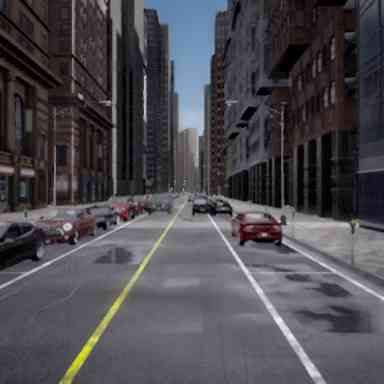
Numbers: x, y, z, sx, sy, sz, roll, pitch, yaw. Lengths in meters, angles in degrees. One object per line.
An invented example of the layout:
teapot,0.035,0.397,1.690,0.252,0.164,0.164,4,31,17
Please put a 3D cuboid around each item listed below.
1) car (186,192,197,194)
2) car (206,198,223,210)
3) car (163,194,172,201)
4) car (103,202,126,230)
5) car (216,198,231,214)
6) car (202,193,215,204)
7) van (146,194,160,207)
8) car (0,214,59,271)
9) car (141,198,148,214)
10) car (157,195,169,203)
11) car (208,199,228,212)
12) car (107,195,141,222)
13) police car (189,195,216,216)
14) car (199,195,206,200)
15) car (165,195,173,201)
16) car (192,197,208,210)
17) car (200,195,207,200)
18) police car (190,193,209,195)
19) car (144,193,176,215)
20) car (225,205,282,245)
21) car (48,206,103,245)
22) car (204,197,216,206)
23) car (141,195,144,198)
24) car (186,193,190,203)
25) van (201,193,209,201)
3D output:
car,0.161,1.232,85.411,2.128,1.511,4.902,0,0,0
car,2.847,1.468,43.103,2.008,1.369,4.403,0,0,0
car,-5.615,1.311,76.717,1.967,1.590,4.097,0,0,0
car,-5.720,1.524,20.699,1.947,1.339,4.313,0,0,0
car,2.826,1.502,31.900,1.947,1.339,4.313,0,0,0
car,2.879,1.208,59.909,2.192,1.841,5.009,0,0,0
van,-5.667,1.250,48.707,1.690,1.788,3.998,0,0,0
car,-5.741,1.547,9.496,1.947,1.339,4.313,0,0,0
car,-5.699,1.519,31.903,1.802,1.307,4.206,0,0,0
car,-5.636,1.326,65.513,1.967,1.590,4.097,0,0,0
car,2.837,1.493,37.502,1.947,1.339,4.313,0,0,0
car,-5.708,1.262,26.301,2.192,1.841,5.009,0,0,0
police car,0.920,1.363,31.861,1.930,1.638,5.238,0,0,0
car,2.941,1.433,93.522,1.802,1.307,4.206,0,0,0
car,-5.605,1.446,82.318,1.802,1.307,4.206,0,0,0
car,0.920,1.425,41.754,1.837,1.490,4.892,0,0,0
car,2.930,1.439,87.921,1.802,1.307,4.206,0,0,0
police car,0.991,1.335,47.864,1.930,1.638,5.238,0,0,0
car,-3.035,1.154,33.079,2.150,2.045,5.566,0,0,0
car,2.795,1.514,15.093,1.887,1.381,4.507,0,0,0
car,-5.730,1.409,15.098,1.967,1.590,4.097,0,0,0
car,2.868,1.482,54.308,1.802,1.307,4.206,0,0,0
car,-5.688,1.242,37.504,2.192,1.841,5.009,0,0,0
car,0.126,1.450,66.535,1.994,1.385,4.181,0,0,0
van,2.910,1.212,76.716,1.690,1.788,3.998,0,0,0
